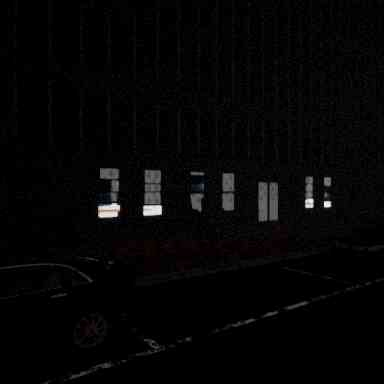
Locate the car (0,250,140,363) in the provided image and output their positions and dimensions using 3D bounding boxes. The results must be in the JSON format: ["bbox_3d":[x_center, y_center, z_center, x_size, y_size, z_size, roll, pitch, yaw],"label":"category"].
[{"bbox_3d":[-2.876,1.551,4.508,4.403,1.369,2.008,0,0,-35],"label":"car"}]

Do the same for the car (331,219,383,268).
[{"bbox_3d":[6.408,1.574,11.097,4.206,1.307,1.802,0,0,-35],"label":"car"}]
